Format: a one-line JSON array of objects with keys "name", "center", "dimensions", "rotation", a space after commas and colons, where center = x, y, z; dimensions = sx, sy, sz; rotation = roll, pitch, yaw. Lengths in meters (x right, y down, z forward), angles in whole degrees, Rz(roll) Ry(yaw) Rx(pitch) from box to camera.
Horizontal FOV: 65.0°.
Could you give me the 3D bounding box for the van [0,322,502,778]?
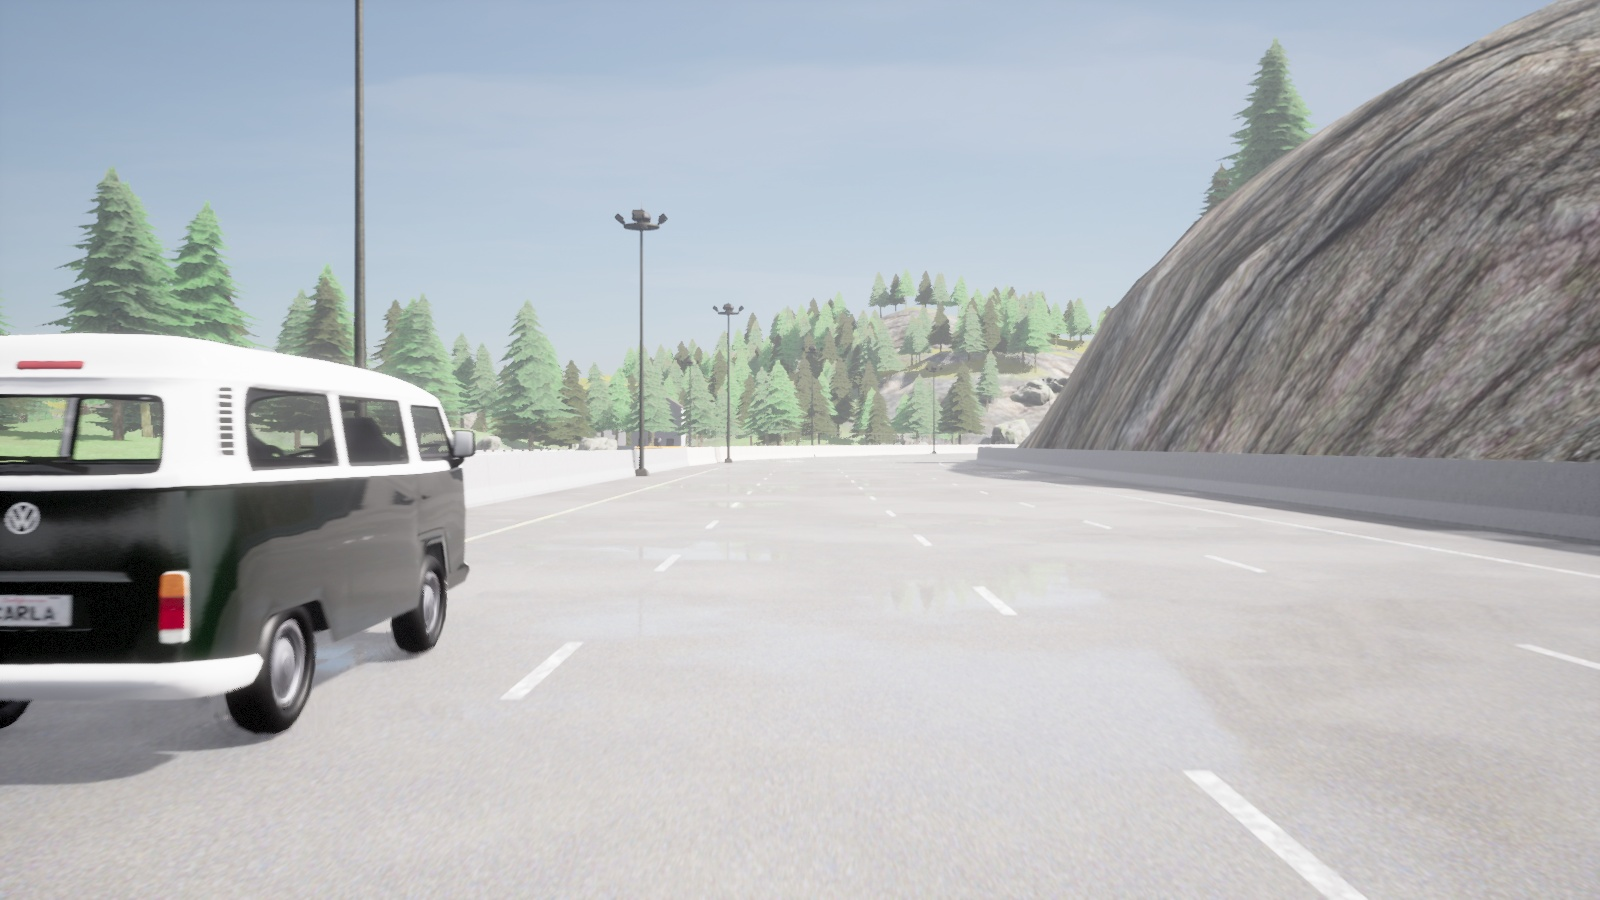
[{"name": "van", "center": [-3.440, 0.425, 7.847], "dimensions": [2.069, 2.038, 4.480], "rotation": [0, 1, 0]}]
